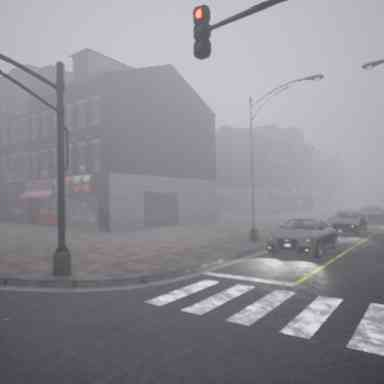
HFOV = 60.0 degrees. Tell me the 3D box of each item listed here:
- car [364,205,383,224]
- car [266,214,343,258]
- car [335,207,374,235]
[{"bbox_3d":[16.198,1.976,30.030,1.882,1.535,5.008,-2,-2,36],"label":"car"},{"bbox_3d":[4.726,1.836,14.086,1.994,1.385,4.181,-2,-2,36],"label":"car"},{"bbox_3d":[10.177,1.928,21.678,2.033,1.411,5.357,-2,-2,35],"label":"car"}]
